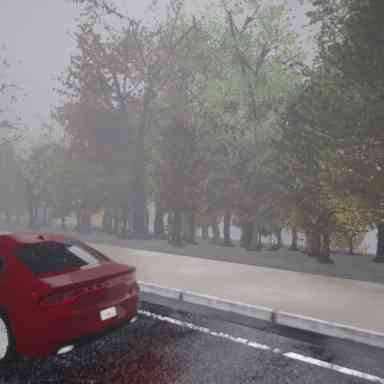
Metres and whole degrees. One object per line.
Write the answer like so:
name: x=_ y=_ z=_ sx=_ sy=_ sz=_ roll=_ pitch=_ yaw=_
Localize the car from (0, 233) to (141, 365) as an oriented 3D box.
car: x=-3.143 y=1.470 z=5.905 sx=5.008 sy=1.535 sz=1.882 roll=0 pitch=0 yaw=35
